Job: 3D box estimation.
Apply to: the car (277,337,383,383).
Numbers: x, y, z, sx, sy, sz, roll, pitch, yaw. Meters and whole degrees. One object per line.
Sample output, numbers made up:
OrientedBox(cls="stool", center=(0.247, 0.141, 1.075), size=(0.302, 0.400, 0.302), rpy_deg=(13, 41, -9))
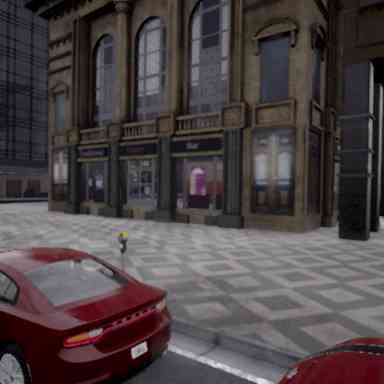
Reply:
OrientedBox(cls="car", center=(2.235, 1.456, 1.477), size=(4.097, 1.590, 1.967), rpy_deg=(1, 1, 36))

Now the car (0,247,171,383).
OrientedBox(cls="car", center=(-2.362, 1.474, 4.762), size=(4.507, 1.381, 1.887), rpy_deg=(1, 1, 36))
